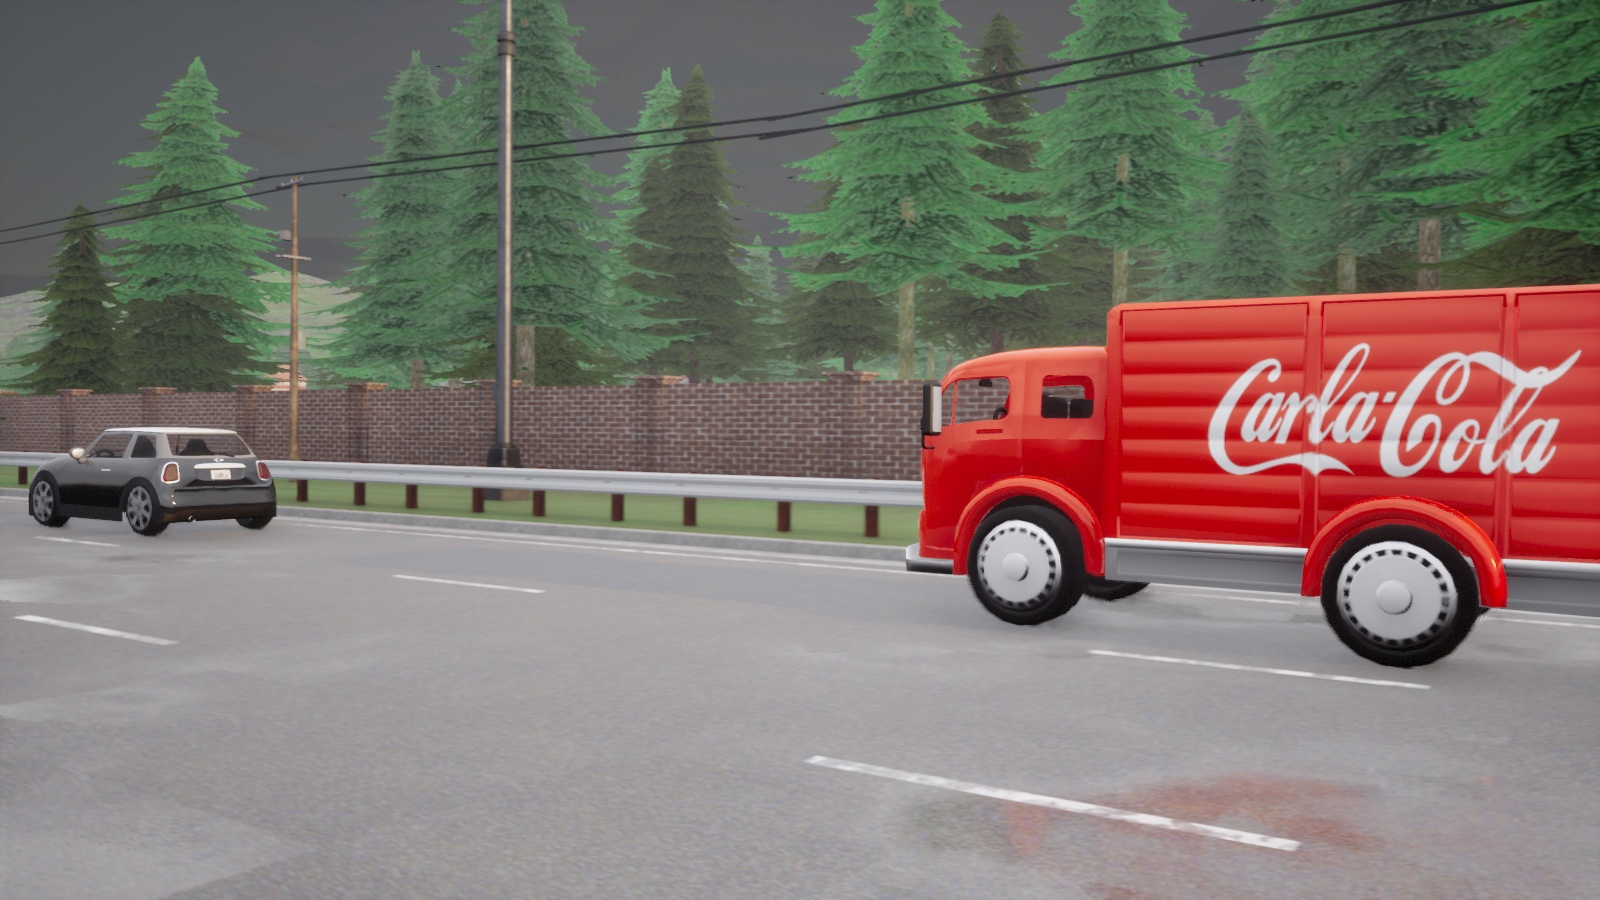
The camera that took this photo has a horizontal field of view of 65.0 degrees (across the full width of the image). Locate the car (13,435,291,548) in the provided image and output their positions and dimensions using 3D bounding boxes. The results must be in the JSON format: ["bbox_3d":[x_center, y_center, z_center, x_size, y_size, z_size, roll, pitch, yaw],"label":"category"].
[{"bbox_3d":[-9.479,0.532,18.323,3.806,1.475,1.970,0,1,34],"label":"car"}]

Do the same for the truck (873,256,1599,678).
[{"bbox_3d":[3.487,0.081,9.700,5.204,2.467,2.627,0,1,34],"label":"truck"}]
